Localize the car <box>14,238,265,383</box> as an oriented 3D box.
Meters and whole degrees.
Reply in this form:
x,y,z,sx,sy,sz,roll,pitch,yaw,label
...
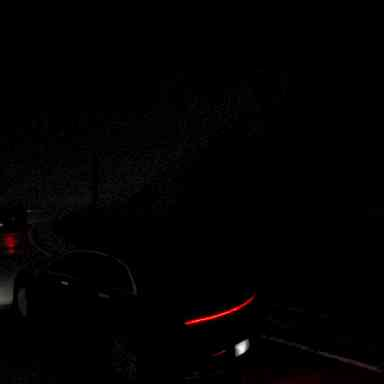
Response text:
x,y,z,sx,sy,sz,roll,pitch,yaw,label
-1.220,1.530,5.436,4.892,1.490,1.837,0,0,42,car

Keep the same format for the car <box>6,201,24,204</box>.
x,y,z,sx,sy,sz,roll,pitch,yaw,label
-20.183,1.681,37.800,1.994,1.385,4.181,0,0,-15,car

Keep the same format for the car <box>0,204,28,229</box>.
x,y,z,sx,sy,sz,roll,pitch,yaw,label
-12.073,1.668,21.858,1.895,1.301,4.718,0,0,-20,car
